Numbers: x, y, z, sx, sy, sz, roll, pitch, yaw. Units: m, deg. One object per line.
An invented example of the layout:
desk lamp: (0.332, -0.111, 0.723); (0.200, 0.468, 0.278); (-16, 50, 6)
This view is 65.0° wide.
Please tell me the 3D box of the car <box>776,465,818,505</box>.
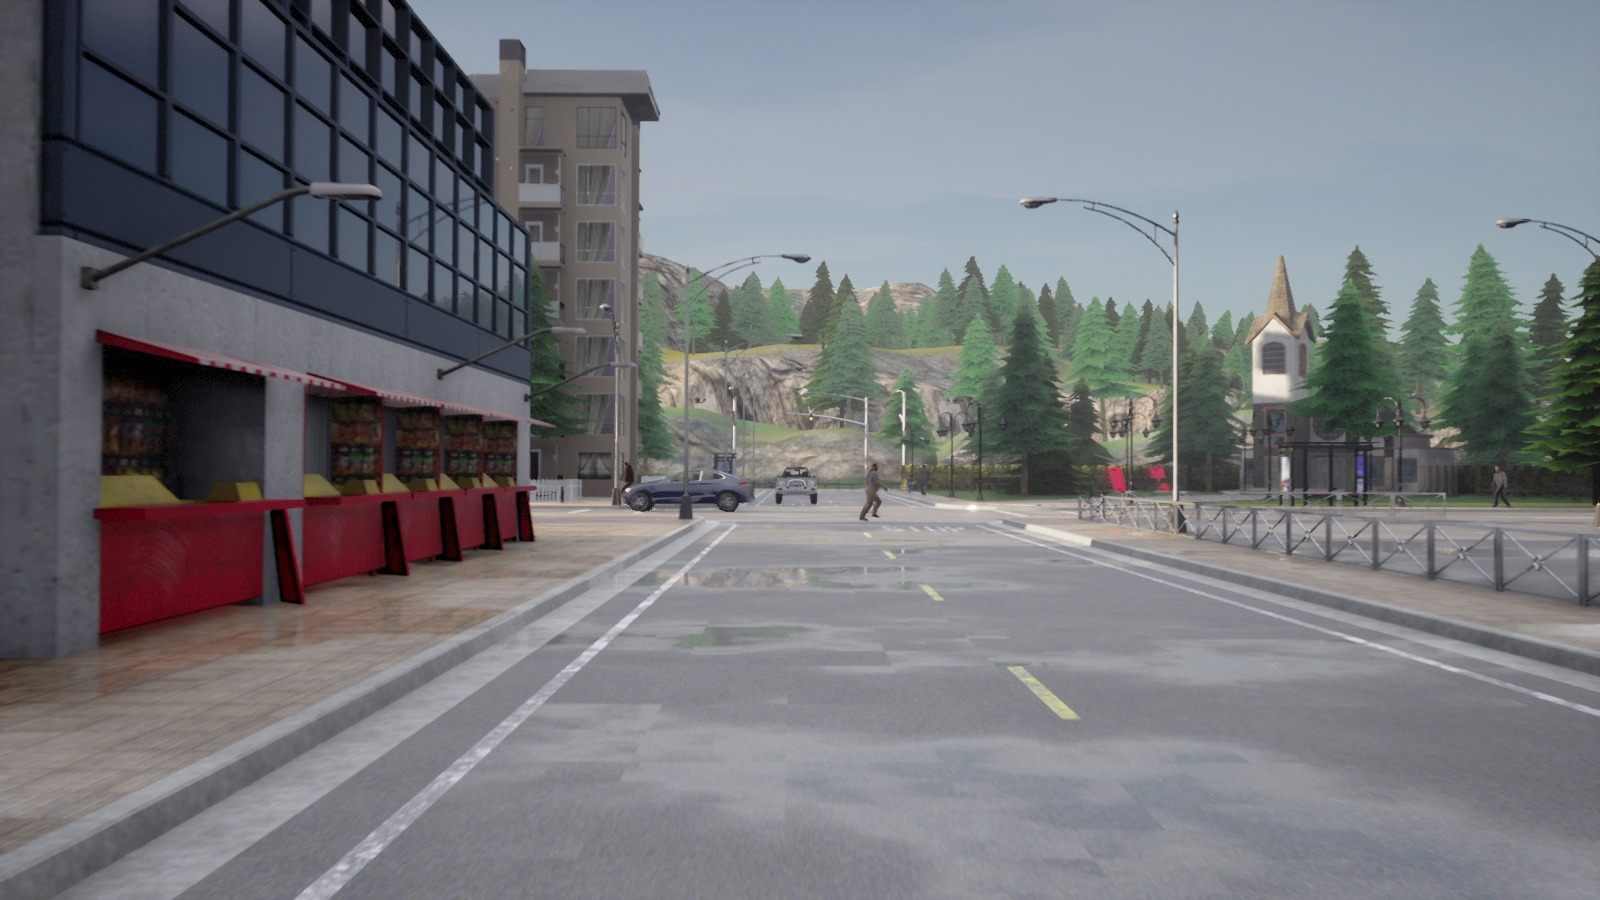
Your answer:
car: (-0.155, 1.638, 60.105); (1.932, 1.855, 4.605); (0, -1, 0)

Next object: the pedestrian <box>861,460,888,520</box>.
pedestrian: (2.283, 1.221, 38.487); (0.694, 1.848, 0.540); (0, -1, -10)

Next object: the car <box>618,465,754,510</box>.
car: (-4.312, 1.421, 48.135); (5.027, 1.651, 2.152); (0, -1, -1)

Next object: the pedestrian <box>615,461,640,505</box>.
pedestrian: (-7.215, 1.386, 52.565); (0.899, 1.844, 0.634); (0, -1, 9)

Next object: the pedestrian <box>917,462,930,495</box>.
pedestrian: (7.342, 1.693, 74.488); (0.659, 1.952, 0.873); (0, -1, -2)

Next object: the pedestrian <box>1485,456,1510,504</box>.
pedestrian: (28.922, 1.242, 52.086); (0.788, 1.949, 0.423); (0, -1, -3)
